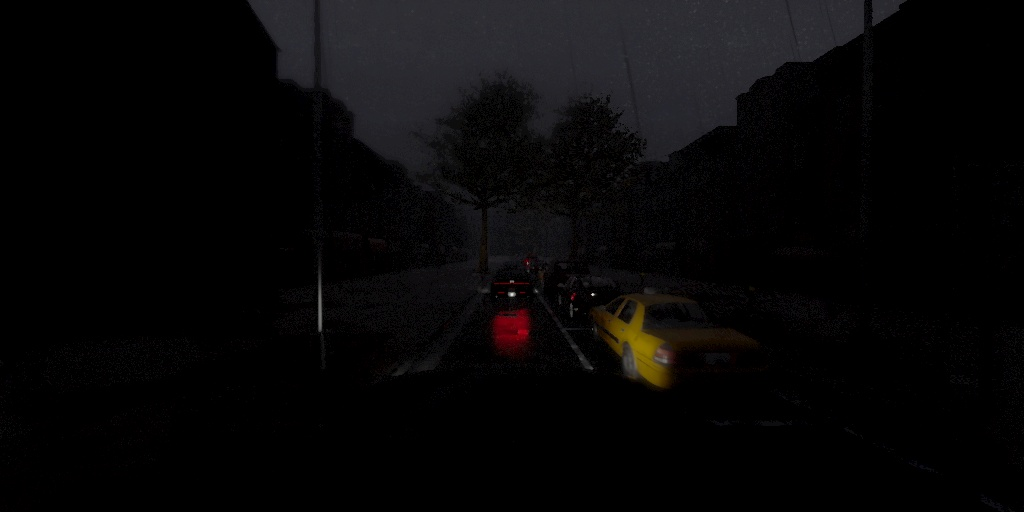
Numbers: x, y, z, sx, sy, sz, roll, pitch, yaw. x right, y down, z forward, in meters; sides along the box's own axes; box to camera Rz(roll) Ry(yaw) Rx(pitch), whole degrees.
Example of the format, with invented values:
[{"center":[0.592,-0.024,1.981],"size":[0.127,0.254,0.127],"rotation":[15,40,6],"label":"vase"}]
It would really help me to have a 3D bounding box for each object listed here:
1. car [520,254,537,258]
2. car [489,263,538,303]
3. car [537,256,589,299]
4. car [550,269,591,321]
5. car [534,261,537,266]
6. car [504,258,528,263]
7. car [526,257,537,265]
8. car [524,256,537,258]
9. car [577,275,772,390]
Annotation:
[{"center":[2.750,0.816,51.790],"size":[2.150,2.045,5.566],"rotation":[0,0,0],"label":"car"},{"center":[0.000,1.253,16.500],"size":[1.837,1.490,4.892],"rotation":[0,0,0],"label":"car"},{"center":[2.637,1.049,17.800],"size":[2.192,1.841,5.009],"rotation":[0,0,0],"label":"car"},{"center":[2.637,1.292,12.255],"size":[2.007,1.370,4.403],"rotation":[0,0,0],"label":"car"},{"center":[2.637,1.245,23.519],"size":[1.751,1.417,4.829],"rotation":[0,0,0],"label":"car"},{"center":[0.000,1.190,31.499],"size":[2.128,1.511,4.902],"rotation":[0,0,0],"label":"car"},{"center":[2.637,1.122,34.443],"size":[1.967,1.591,4.097],"rotation":[0,0,0],"label":"car"},{"center":[2.637,1.099,39.990],"size":[1.967,1.591,4.097],"rotation":[0,0,0],"label":"car"},{"center":[2.637,1.273,6.876],"size":[1.751,1.417,4.829],"rotation":[0,0,0],"label":"car"}]
